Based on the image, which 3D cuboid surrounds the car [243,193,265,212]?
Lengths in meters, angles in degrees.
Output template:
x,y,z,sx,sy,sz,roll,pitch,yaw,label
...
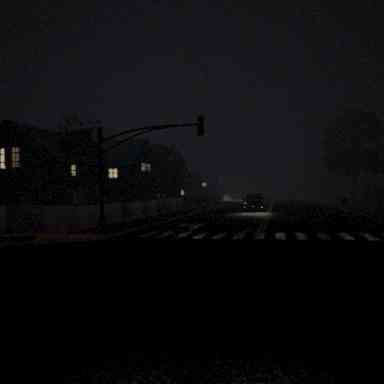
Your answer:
x,y,z,sx,sy,sz,roll,pitch,yaw,label
7.234,1.156,38.384,2.150,2.045,5.566,-1,0,14,car
